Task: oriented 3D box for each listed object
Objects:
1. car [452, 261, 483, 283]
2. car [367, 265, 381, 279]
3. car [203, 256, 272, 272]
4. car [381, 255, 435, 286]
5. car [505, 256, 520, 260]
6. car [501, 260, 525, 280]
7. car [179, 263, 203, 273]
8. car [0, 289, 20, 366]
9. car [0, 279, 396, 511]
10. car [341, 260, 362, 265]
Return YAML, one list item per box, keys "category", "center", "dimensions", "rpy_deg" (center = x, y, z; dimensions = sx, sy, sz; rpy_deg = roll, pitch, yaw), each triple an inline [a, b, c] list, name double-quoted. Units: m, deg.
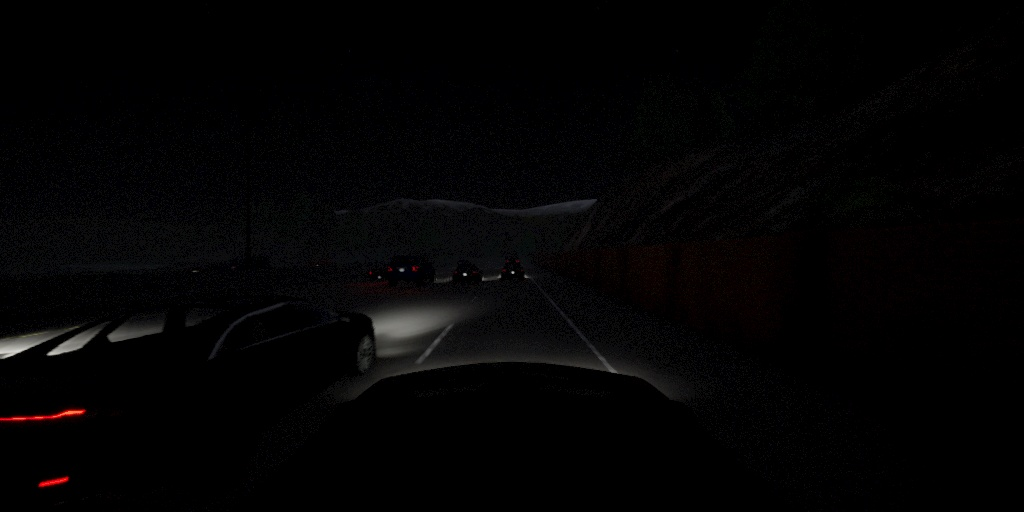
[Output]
- category: "car"
  center: [-3.426, 1.318, 28.055]
  dimensions: [1.994, 1.385, 4.181]
  rpy_deg: [0, 0, 0]
- category: "car"
  center: [-10.429, 1.362, 30.364]
  dimensions: [1.895, 1.301, 4.718]
  rpy_deg: [0, 0, 0]
- category: "car"
  center: [-24.606, 0.999, 32.835]
  dimensions: [2.150, 2.045, 5.566]
  rpy_deg: [0, 0, 0]
- category: "car"
  center: [-6.930, 0.978, 25.178]
  dimensions: [2.150, 2.045, 5.566]
  rpy_deg: [0, 0, 0]
- category: "car"
  center: [0.047, 0.972, 56.875]
  dimensions: [2.150, 2.045, 5.566]
  rpy_deg: [0, 0, 0]
- category: "car"
  center: [0.066, 1.315, 31.191]
  dimensions: [1.994, 1.385, 4.181]
  rpy_deg: [0, 0, 0]
- category: "car"
  center: [-28.091, 1.303, 33.160]
  dimensions: [1.812, 1.442, 4.674]
  rpy_deg: [0, 0, 0]
- category: "car"
  center: [-10.393, 1.324, 4.752]
  dimensions: [1.994, 1.385, 4.181]
  rpy_deg: [0, 0, 0]
- category: "car"
  center: [-3.369, 1.245, 4.557]
  dimensions: [2.128, 1.511, 4.902]
  rpy_deg: [0, 0, 0]
- category: "car"
  center: [-21.102, 1.298, 46.988]
  dimensions: [1.812, 1.442, 4.674]
  rpy_deg: [0, 0, 0]
